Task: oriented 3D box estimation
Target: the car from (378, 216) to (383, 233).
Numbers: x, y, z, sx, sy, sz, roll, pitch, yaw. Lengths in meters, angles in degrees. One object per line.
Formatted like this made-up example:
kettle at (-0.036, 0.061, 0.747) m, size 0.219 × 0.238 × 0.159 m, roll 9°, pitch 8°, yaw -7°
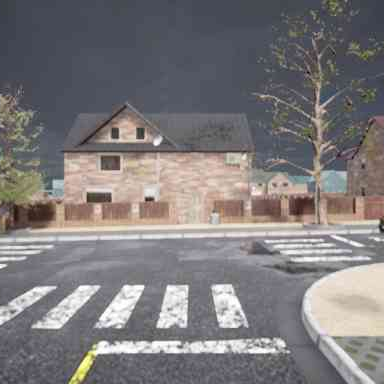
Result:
car at (10.552, 1.167, 14.032) m, size 5.008 × 1.535 × 1.882 m, roll -1°, pitch 1°, yaw -1°

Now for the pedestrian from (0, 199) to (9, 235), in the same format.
pedestrian at (-9.657, 1.265, 16.928) m, size 0.375 × 1.860 × 0.375 m, roll 0°, pitch 2°, yaw 0°
